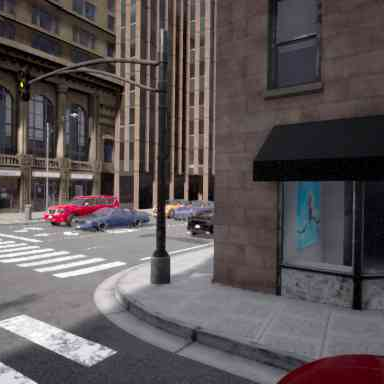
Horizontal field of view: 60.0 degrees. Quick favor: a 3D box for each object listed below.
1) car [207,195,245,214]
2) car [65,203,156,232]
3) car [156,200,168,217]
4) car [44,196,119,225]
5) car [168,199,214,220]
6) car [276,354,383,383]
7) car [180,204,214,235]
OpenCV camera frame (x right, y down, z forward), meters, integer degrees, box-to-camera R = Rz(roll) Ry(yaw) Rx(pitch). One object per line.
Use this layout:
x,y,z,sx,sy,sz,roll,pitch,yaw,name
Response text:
4.232,1.466,40.543,2.150,2.045,5.566,1,0,35,car
-5.087,1.659,21.595,2.033,1.411,5.357,1,0,35,car
-1.851,1.504,31.873,2.097,1.767,4.553,1,0,35,car
-7.552,1.289,23.734,2.150,2.045,5.566,1,0,35,car
0.347,1.545,29.345,2.097,1.767,4.553,1,0,35,car
2.411,1.545,1.255,4.507,1.381,1.887,0,1,35,car
1.717,1.706,19.632,1.882,1.535,5.008,1,0,35,car
